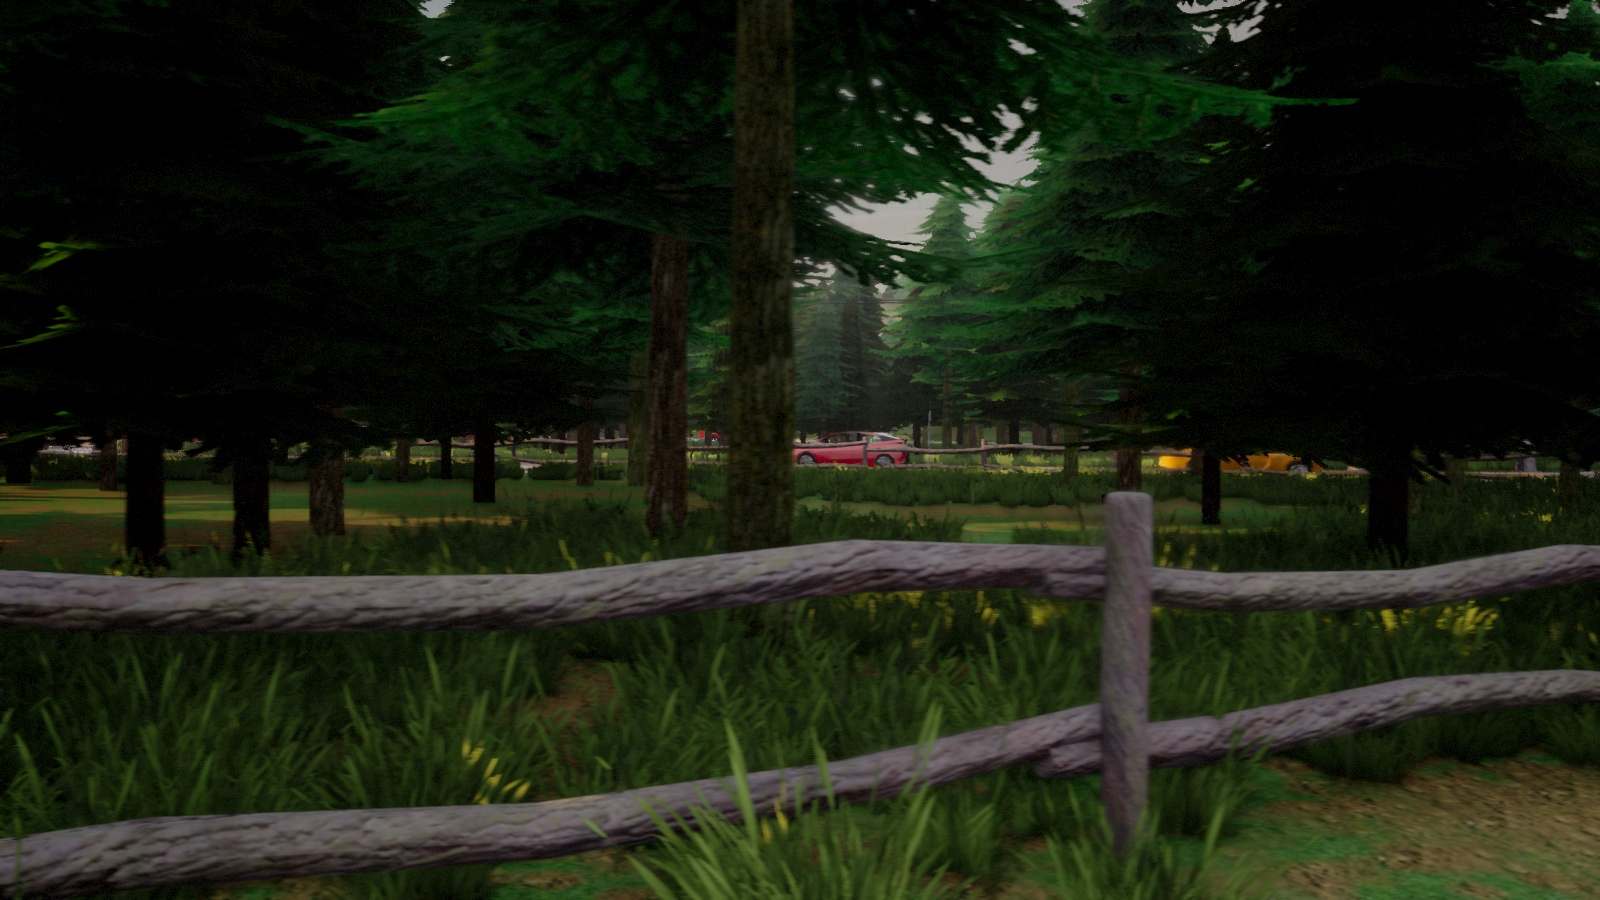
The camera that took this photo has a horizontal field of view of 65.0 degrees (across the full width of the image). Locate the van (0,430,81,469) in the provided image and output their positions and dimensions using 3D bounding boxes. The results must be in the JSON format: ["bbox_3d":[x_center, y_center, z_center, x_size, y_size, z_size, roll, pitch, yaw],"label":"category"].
[{"bbox_3d":[-41.177,-0.055,67.776,1.775,1.987,4.442,-1,1,7],"label":"van"}]

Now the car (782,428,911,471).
[{"bbox_3d":[1.736,-0.021,46.152,4.514,1.525,2.007,0,1,9],"label":"car"}]

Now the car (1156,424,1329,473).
[{"bbox_3d":[14.265,-0.044,40.740,5.008,1.535,1.882,0,1,8],"label":"car"}]
